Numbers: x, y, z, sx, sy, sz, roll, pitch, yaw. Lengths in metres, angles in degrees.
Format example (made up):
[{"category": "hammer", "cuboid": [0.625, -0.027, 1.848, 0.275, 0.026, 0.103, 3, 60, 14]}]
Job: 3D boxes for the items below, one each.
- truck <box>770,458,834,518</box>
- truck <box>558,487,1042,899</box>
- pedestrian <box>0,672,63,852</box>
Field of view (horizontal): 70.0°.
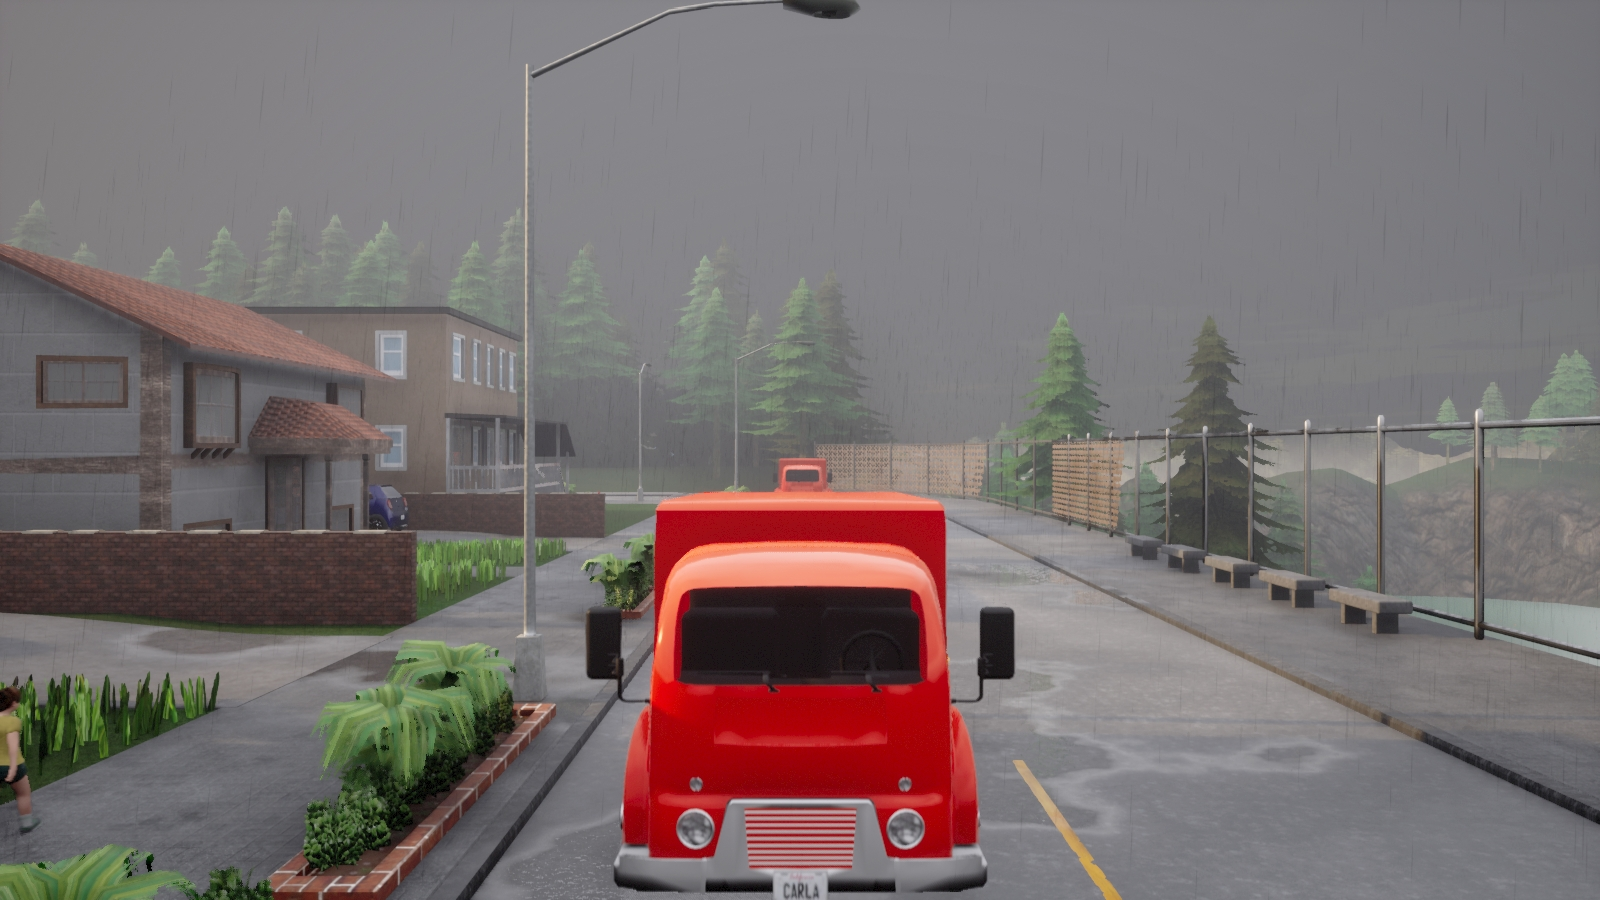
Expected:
[{"category": "truck", "cuboid": [0.127, 1.599, 50.098, 2.627, 2.467, 5.204, 0, 0, 1]}, {"category": "truck", "cuboid": [0.000, 1.580, 8.821, 2.627, 2.467, 5.204, 0, 0, 0]}, {"category": "pedestrian", "cuboid": [-5.501, 2.129, 7.879, 0.500, 1.100, 0.500, 0, 0, 3]}]
